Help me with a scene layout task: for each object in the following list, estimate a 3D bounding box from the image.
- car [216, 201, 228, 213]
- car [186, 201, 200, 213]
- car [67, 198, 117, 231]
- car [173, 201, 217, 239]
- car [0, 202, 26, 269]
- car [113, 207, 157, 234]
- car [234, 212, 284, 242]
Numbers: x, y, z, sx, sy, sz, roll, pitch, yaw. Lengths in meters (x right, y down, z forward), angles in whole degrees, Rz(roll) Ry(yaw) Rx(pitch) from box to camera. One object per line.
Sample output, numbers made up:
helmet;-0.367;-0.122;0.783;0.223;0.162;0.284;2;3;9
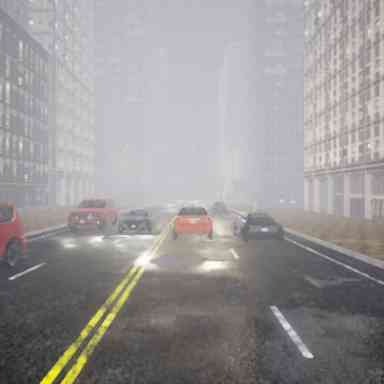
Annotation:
car;3.362;1.911;42.069;1.812;1.442;4.674;0;0;0
car;0.110;1.923;43.488;1.812;1.442;4.674;0;0;0
car;-6.542;1.436;22.665;2.150;2.045;5.566;0;-1;1
car;0.066;1.529;18.788;2.097;1.767;4.553;0;-1;0
car;-6.498;1.305;8.646;2.150;2.045;5.566;0;-1;0
car;-3.306;1.761;20.758;1.994;1.385;4.181;0;-1;0
car;3.354;1.729;17.344;1.994;1.385;4.181;0;0;0
